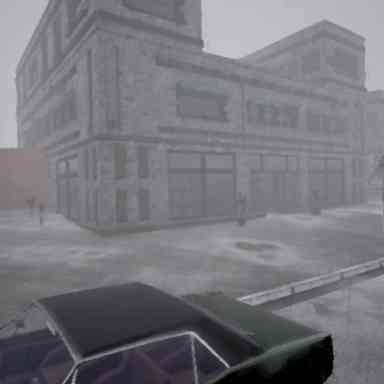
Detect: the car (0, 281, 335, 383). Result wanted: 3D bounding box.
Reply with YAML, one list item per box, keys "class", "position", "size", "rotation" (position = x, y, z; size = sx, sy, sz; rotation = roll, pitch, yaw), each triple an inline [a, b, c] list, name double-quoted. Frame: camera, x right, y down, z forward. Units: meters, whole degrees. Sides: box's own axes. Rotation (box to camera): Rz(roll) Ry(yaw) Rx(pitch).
- class: "car"
  position: [-0.988, 1.603, 2.676]
  size: [4.718, 1.301, 1.895]
  rotation: [0, 0, -35]
